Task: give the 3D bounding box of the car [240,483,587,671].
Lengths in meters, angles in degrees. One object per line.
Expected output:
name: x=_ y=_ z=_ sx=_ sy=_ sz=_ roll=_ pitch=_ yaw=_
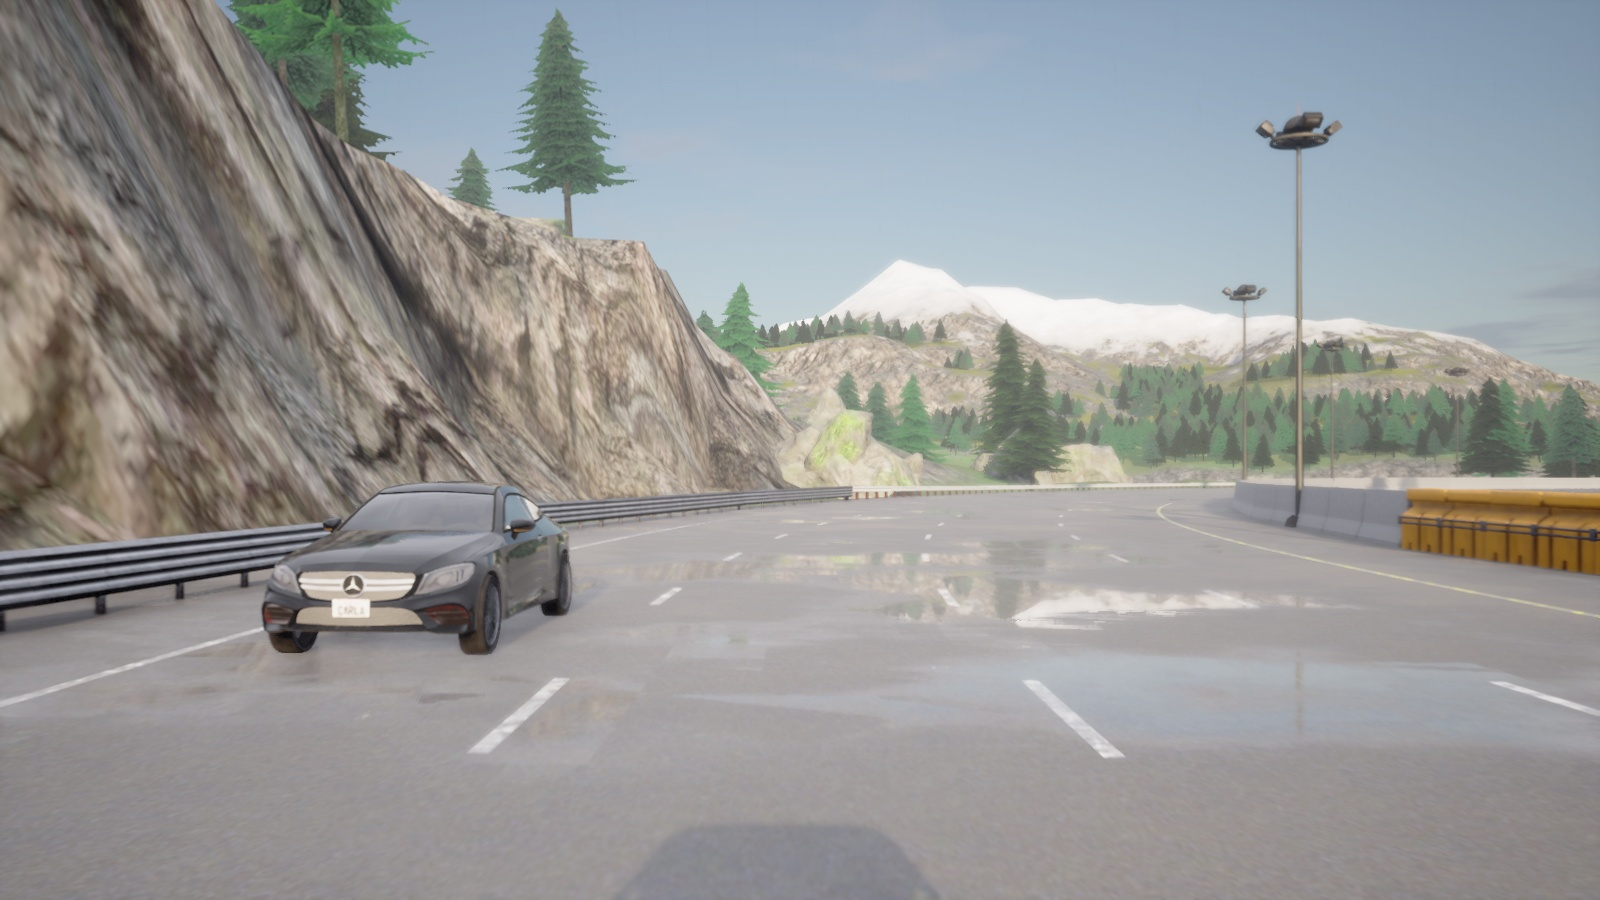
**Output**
car: x=-3.449 y=1.062 z=12.249 sx=1.812 sy=1.442 sz=4.674 roll=0 pitch=-1 yaw=2
